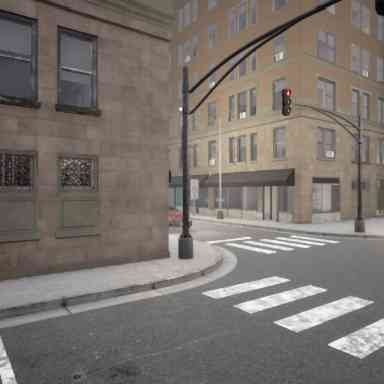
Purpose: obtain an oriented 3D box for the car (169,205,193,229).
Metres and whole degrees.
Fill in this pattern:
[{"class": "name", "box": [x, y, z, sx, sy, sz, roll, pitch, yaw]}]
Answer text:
[{"class": "car", "box": [-1.859, 1.427, 19.855, 1.812, 1.442, 4.674, 0, 1, -36]}]
